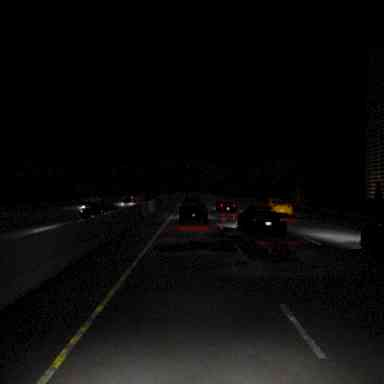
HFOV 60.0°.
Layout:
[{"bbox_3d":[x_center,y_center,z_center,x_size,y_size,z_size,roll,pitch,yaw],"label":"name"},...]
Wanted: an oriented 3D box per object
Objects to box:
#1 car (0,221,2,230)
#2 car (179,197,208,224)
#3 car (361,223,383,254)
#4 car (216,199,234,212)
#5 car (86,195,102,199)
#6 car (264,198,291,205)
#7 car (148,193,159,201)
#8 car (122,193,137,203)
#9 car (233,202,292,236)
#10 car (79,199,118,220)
[{"bbox_3d":[-10.600,1.463,15.074,1.994,1.385,4.181,0,0,0],"label":"car"},{"bbox_3d":[0.100,1.322,23.516,1.882,1.535,5.008,0,0,0],"label":"car"},{"bbox_3d":[7.100,1.423,10.259,2.128,1.511,4.902,0,0,0],"label":"car"},{"bbox_3d":[3.593,1.365,35.511,1.895,1.301,4.718,0,0,0],"label":"car"},{"bbox_3d":[-14.225,1.204,48.317,1.812,1.442,4.674,0,0,-1],"label":"car"},{"bbox_3d":[7.098,1.287,28.667,1.882,1.535,5.008,0,0,0],"label":"car"},{"bbox_3d":[-7.656,0.892,66.398,1.882,1.535,5.008,0,0,-2],"label":"car"},{"bbox_3d":[-10.952,0.965,58.209,2.097,1.767,4.553,0,0,-1],"label":"car"},{"bbox_3d":[3.601,1.446,17.691,1.994,1.385,4.181,0,0,0],"label":"car"},{"bbox_3d":[-7.100,1.430,25.683,1.895,1.301,4.718,0,0,0],"label":"car"}]
